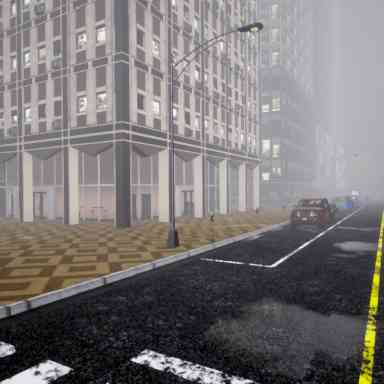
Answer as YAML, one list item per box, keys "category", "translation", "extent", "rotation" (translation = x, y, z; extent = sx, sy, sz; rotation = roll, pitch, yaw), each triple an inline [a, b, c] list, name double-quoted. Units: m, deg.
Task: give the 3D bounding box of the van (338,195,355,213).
- category: "van"
  translation: [16.546, 1.332, 36.635]
  extent: [1.690, 1.788, 3.998]
  rotation: [-1, 0, 30]

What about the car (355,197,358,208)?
- category: "car"
  translation: [19.344, 1.570, 41.426]
  extent: [1.802, 1.307, 4.206]
  rotation: [-1, 0, 30]

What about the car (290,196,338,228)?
- category: "car"
  translation: [8.080, 1.314, 22.308]
  extent: [2.192, 1.841, 5.009]
  rotation: [-1, 0, 30]

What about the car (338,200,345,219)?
- category: "car"
  translation: [10.917, 1.562, 27.074]
  extent: [1.947, 1.339, 4.313]
  rotation: [-1, 0, 30]

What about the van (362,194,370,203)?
- category: "van"
  translation: [36.112, 1.313, 70.181]
  extent: [1.690, 1.788, 3.998]
  rotation: [-1, 0, 30]

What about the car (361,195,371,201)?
- category: "car"
  translation: [41.705, 1.511, 79.765]
  extent: [1.887, 1.381, 4.507]
  rotation: [-1, 0, 30]

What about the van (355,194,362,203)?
- category: "van"
  translation: [22.136, 1.327, 46.220]
  extent: [1.690, 1.788, 3.998]
  rotation: [-1, 0, 30]
